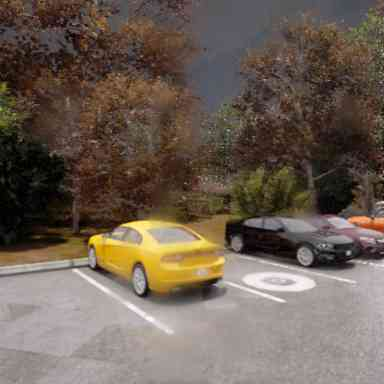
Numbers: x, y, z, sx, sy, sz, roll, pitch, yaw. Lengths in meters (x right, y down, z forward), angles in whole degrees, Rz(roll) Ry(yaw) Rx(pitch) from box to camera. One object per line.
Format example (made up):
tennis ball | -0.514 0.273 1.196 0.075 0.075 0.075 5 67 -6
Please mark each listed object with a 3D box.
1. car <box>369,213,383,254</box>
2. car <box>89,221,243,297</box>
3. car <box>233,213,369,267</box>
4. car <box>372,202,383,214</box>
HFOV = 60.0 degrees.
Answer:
car | 5.593 1.666 13.785 2.002 1.452 4.674 1 -1 -35
car | -1.208 1.519 8.934 2.097 1.535 5.008 1 0 -35
car | 3.322 1.586 12.171 2.097 1.535 5.008 1 0 -35
car | 10.149 1.588 16.990 2.185 1.767 4.553 1 -1 -35
